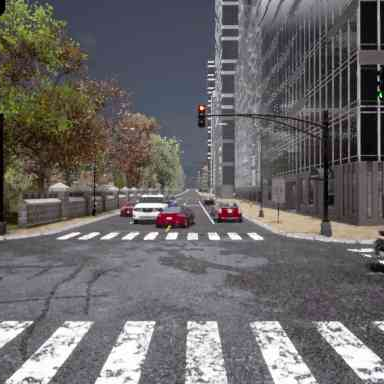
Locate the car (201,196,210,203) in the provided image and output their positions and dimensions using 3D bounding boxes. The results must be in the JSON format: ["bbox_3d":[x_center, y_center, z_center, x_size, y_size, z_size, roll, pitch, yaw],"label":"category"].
[{"bbox_3d":[2.845,1.506,71.619,1.752,1.417,4.829,0,0,0],"label":"car"}]

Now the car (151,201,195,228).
[{"bbox_3d":[-1.022,1.565,22.202,1.994,1.385,4.181,0,0,10],"label":"car"}]

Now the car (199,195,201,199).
[{"bbox_3d":[2.820,1.434,60.083,1.967,1.590,4.097,0,0,0],"label":"car"}]

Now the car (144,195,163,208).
[{"bbox_3d":[-5.585,1.316,48.742,2.192,1.841,5.009,0,0,0],"label":"car"}]

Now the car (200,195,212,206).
[{"bbox_3d":[2.807,1.564,54.402,1.947,1.339,4.313,0,0,0],"label":"car"}]

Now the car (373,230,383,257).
[{"bbox_3d":[7.595,1.460,8.981,4.902,1.511,2.128,0,0,1],"label":"car"}]

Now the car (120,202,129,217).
[{"bbox_3d":[-5.622,1.547,31.693,1.887,1.381,4.507,0,0,0],"label":"car"}]

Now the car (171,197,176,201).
[{"bbox_3d":[-3.023,1.528,35.631,1.812,1.442,4.674,0,0,0],"label":"car"}]

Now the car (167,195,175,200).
[{"bbox_3d":[-5.500,1.531,88.525,1.802,1.307,4.206,0,0,0],"label":"car"}]

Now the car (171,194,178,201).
[{"bbox_3d":[-2.992,1.354,45.841,2.097,1.767,4.553,0,0,0],"label":"car"}]

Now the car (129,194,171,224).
[{"bbox_3d":[-3.049,1.223,25.477,2.150,2.045,5.566,0,0,0],"label":"car"}]

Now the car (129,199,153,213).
[{"bbox_3d":[-5.610,1.553,37.376,2.008,1.369,4.403,0,0,0],"label":"car"}]

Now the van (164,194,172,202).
[{"bbox_3d":[-5.523,1.313,77.158,1.690,1.788,3.998,0,0,0],"label":"van"}]

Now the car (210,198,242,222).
[{"bbox_3d":[2.747,1.442,25.997,1.967,1.590,4.097,0,0,0],"label":"car"}]

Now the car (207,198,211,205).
[{"bbox_3d":[2.758,1.568,31.678,1.947,1.339,4.313,0,0,0],"label":"car"}]
